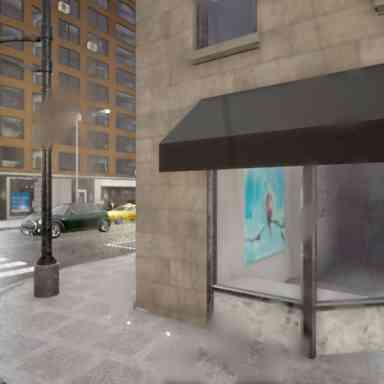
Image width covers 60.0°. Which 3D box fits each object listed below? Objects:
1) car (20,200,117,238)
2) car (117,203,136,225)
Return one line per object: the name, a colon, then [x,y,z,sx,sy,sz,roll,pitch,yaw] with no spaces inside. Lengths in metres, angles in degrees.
car: [-6.635,1.362,17.825,2.097,1.767,4.553,0,0,36]
car: [-4.830,1.543,24.650,1.752,1.417,4.829,0,0,36]
